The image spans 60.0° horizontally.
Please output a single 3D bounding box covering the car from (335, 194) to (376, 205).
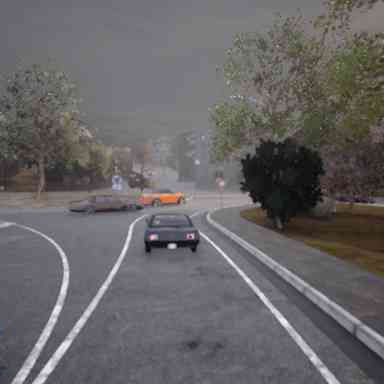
[{"bbox_3d":[19.287,0.794,39.592,4.718,1.301,1.895,4,3,3],"label":"car"}]

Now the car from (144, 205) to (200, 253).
[{"bbox_3d":[-0.908,1.438,13.159,1.895,1.301,4.718,0,2,-7],"label":"car"}]

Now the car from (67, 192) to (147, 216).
[{"bbox_3d":[-6.407,0.921,24.757,5.357,1.411,2.033,-1,3,-25],"label":"car"}]

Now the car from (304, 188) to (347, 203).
[{"bbox_3d":[17.036,0.428,42.616,4.674,1.442,1.812,4,2,-2],"label":"car"}]

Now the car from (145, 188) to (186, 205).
[{"bbox_3d":[-2.726,0.430,31.583,4.553,1.767,2.097,-2,3,-44],"label":"car"}]
